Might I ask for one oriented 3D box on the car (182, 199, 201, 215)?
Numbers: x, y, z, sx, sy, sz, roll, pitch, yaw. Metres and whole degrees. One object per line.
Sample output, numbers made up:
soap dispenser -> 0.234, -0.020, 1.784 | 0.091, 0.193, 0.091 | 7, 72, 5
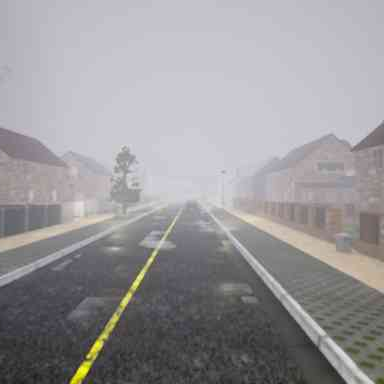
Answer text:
car -> -0.024, 1.661, 34.954 | 1.994, 1.385, 4.181 | 0, 0, 0

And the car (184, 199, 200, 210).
car -> -0.025, 1.672, 45.709 | 2.033, 1.411, 5.357 | 0, 0, 0
